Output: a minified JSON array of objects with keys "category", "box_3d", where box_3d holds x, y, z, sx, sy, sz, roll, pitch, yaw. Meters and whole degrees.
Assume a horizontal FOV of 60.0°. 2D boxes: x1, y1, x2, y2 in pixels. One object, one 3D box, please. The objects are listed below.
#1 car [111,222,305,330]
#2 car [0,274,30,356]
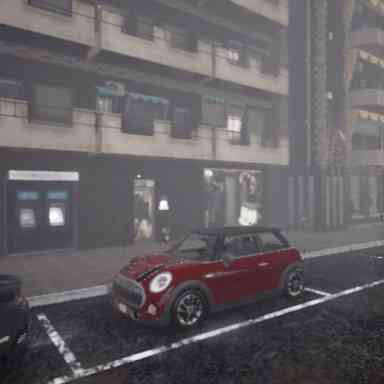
[{"category":"car","box_3d":[0.441,1.471,6.869,4.097,1.590,1.967,0,-1,-35]},{"category":"car","box_3d":[-4.201,1.541,3.600,4.403,1.369,2.008,0,-1,-35]}]
